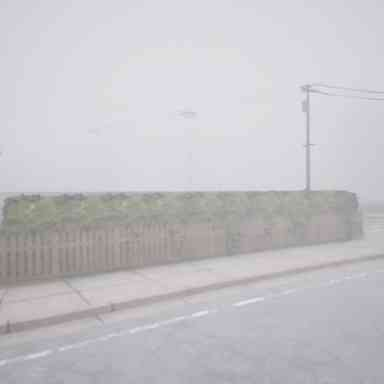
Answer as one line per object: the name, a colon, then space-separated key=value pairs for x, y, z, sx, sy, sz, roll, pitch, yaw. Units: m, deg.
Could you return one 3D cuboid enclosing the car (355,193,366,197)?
car: x=28.366 y=0.955 z=56.544 sx=2.242 sy=1.667 sz=4.611 roll=0 pitch=1 yaw=37
